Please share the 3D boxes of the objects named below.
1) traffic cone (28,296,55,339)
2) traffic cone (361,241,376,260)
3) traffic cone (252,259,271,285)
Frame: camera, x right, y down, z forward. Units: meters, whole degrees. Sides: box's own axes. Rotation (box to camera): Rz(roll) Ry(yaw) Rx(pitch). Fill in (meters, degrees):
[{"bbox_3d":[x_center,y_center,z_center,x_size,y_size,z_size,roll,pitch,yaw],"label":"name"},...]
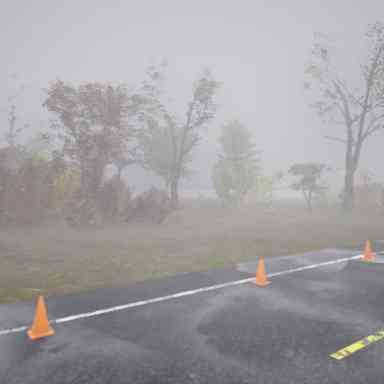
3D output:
[{"bbox_3d":[-2.399,1.948,5.294,0.340,0.580,0.340,0,0,-35],"label":"traffic cone"},{"bbox_3d":[5.845,1.921,11.042,0.340,0.580,0.340,0,0,-34],"label":"traffic cone"},{"bbox_3d":[1.712,1.935,8.184,0.340,0.580,0.340,0,0,-35],"label":"traffic cone"}]
